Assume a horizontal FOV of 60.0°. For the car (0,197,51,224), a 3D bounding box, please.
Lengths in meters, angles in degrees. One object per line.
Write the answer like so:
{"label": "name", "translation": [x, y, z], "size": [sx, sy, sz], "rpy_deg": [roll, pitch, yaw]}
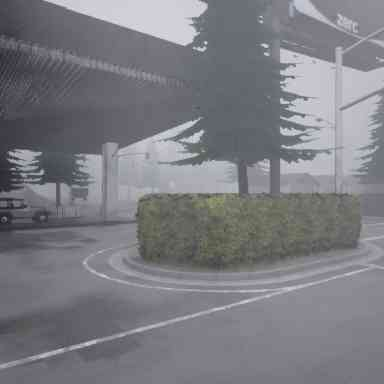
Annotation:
{"label": "car", "translation": [-12.104, 1.313, 23.392], "size": [3.866, 1.878, 1.905], "rpy_deg": [0, 0, -36]}
